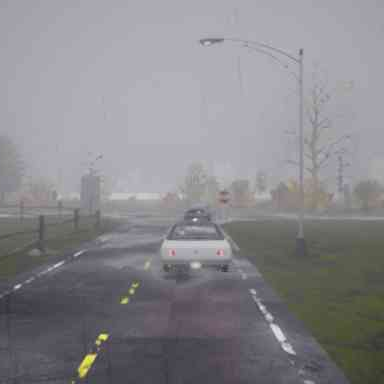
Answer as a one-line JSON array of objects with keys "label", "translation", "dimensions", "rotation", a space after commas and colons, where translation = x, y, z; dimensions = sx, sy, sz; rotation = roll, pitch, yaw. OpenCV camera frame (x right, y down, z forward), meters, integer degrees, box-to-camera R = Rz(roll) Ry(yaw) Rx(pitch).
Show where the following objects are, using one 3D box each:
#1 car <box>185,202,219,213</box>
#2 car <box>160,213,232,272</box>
[{"label": "car", "translation": [0.694, 1.495, 23.410], "dimensions": [1.837, 1.490, 4.892], "rotation": [0, 0, 11]}, {"label": "car", "translation": [0.101, 1.596, 10.767], "dimensions": [1.895, 1.301, 4.718], "rotation": [0, 0, 0]}]
